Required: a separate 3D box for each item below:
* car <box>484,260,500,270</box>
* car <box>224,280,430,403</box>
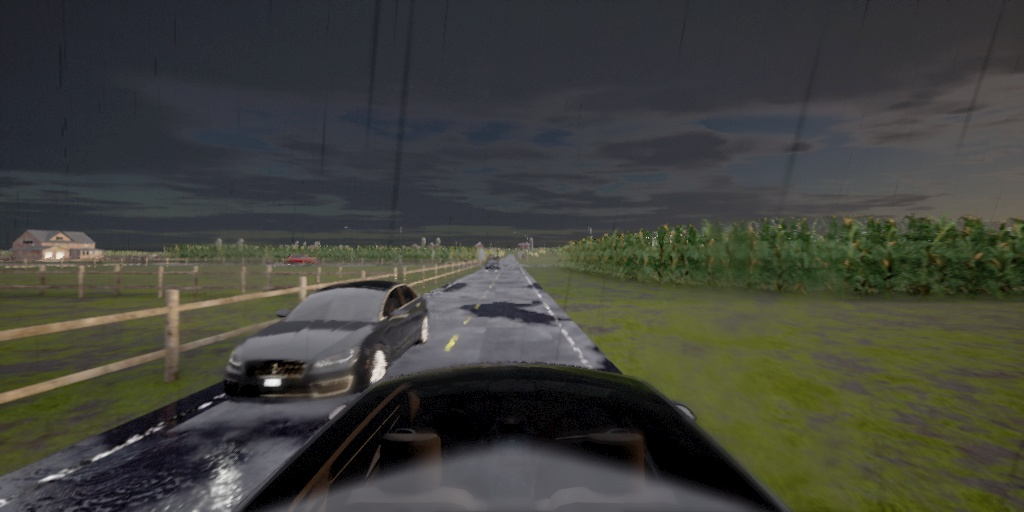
[{"bbox_3d":[-2.809,1.270,51.409,1.994,1.385,4.181,0,0,0],"label":"car"},{"bbox_3d":[-2.852,1.255,6.703,1.837,1.490,4.892,0,0,0],"label":"car"}]
